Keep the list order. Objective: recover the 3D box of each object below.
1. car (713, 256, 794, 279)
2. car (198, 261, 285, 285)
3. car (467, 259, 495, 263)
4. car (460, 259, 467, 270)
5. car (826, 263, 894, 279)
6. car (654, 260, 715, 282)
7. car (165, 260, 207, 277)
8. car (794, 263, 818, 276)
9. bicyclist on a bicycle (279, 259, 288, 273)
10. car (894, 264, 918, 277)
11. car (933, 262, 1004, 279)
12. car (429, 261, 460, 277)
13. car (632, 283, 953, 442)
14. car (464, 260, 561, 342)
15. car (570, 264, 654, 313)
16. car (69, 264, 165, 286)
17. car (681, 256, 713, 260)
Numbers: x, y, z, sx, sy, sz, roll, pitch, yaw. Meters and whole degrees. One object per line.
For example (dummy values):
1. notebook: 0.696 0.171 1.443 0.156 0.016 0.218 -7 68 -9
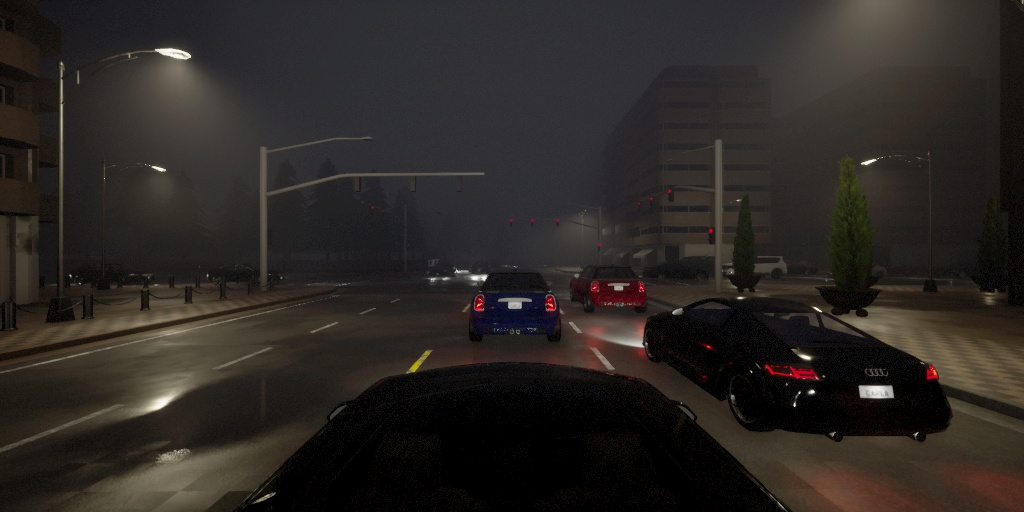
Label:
1. car: 22.165 1.027 33.085 5.566 2.045 2.150 0 0 0
2. car: -18.998 1.297 25.721 4.902 1.511 2.128 0 0 0
3. car: -3.496 1.262 40.969 2.128 1.511 4.902 0 1 1
4. car: -6.722 1.242 51.341 2.128 1.511 4.902 0 0 4
5. car: 31.802 1.331 33.118 4.674 1.442 1.812 0 0 0
6. car: 13.448 1.285 29.473 5.008 1.535 1.882 0 0 3
7. car: -33.065 1.157 36.361 4.553 1.767 2.097 0 0 0
8. car: 28.178 1.406 36.607 4.718 1.301 1.895 0 0 0
9. bicyclist on a bicycle: -25.615 1.106 40.178 0.582 1.620 1.656 0 0 0
10. car: 38.224 1.406 36.638 4.718 1.301 1.895 0 0 0
11. car: 42.127 1.283 33.143 5.008 1.535 1.882 0 0 0
12. car: -7.034 1.342 36.689 2.033 1.411 5.357 0 0 0
13. car: 3.606 1.314 5.557 1.994 1.385 4.181 0 0 0
14. car: 0.082 1.102 9.970 2.097 1.767 4.553 0 0 0
15. car: 3.604 1.102 14.198 2.097 1.767 4.553 0 0 0
16. car: -28.532 1.297 25.684 4.902 1.511 2.128 0 0 0
17. car: 18.418 1.027 36.569 5.566 2.045 2.150 0 0 0
